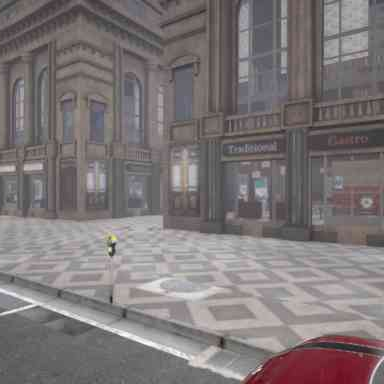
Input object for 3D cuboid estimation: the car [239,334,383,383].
[{"bbox_3d":[1.982,1.440,1.542,4.097,1.590,1.967,0,0,36],"label":"car"}]
